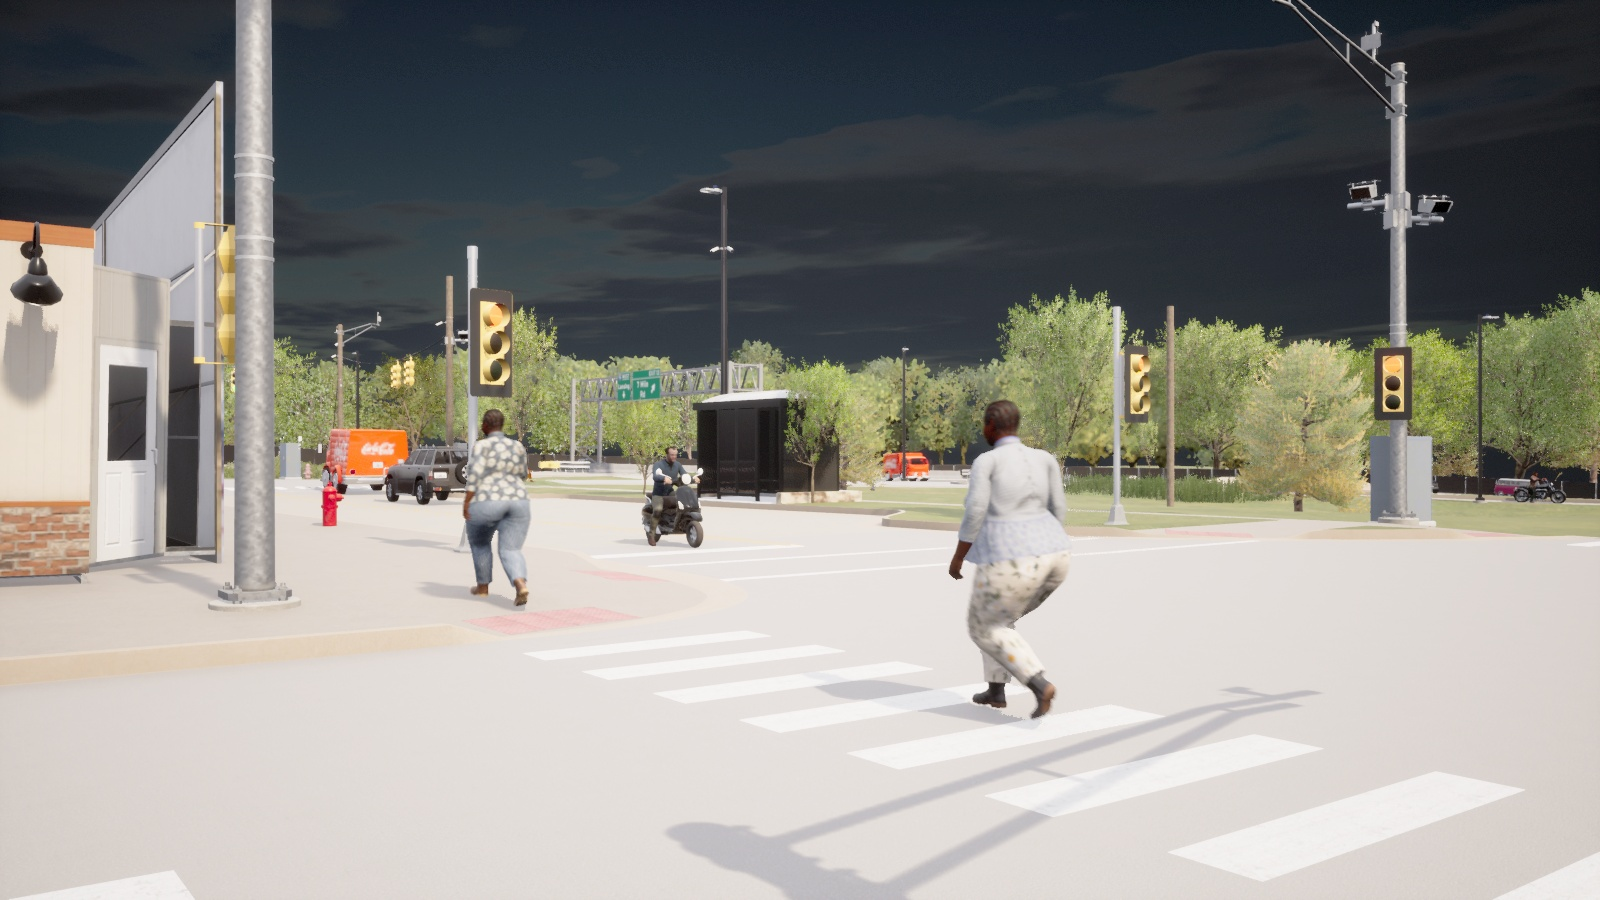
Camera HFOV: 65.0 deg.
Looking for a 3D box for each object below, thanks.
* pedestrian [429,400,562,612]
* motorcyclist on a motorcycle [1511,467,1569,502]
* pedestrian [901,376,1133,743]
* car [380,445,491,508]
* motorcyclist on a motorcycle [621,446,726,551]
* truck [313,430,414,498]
[{"bbox_3d":[-2.815,0.489,11.595,0.874,1.855,0.900,0,0,-39],"label":"pedestrian"},{"bbox_3d":[36.430,1.689,61.827,0.766,1.649,2.350,0,0,-42],"label":"motorcyclist on a motorcycle"},{"bbox_3d":[1.193,0.552,6.957,0.874,1.855,0.900,0,0,-36],"label":"pedestrian"},{"bbox_3d":[-11.632,0.805,39.863,1.932,1.855,4.605,0,0,-36],"label":"car"},{"bbox_3d":[-2.040,0.744,20.081,0.866,1.590,1.817,0,0,-36],"label":"motorcyclist on a motorcycle"},{"bbox_3d":[-16.984,0.487,48.702,2.627,2.467,5.204,0,1,-32],"label":"truck"}]
